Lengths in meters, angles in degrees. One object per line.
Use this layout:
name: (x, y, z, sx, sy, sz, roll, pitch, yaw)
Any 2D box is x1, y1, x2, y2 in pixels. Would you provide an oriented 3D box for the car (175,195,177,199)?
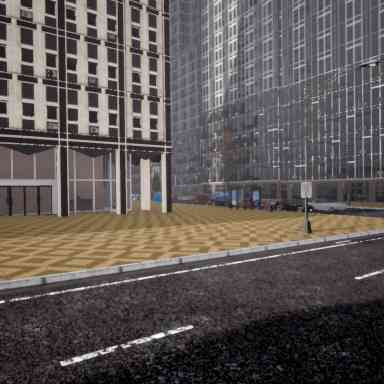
car: (-4.724, 0.936, 72.806, 1.802, 1.307, 4.206, 0, 1, -34)

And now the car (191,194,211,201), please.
car: (1.698, 1.043, 63.426, 1.802, 1.307, 4.206, 0, 1, -34)

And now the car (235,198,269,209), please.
car: (7.531, 1.388, 39.873, 1.802, 1.307, 4.206, 0, 1, -34)

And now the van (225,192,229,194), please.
van: (4.907, 0.855, 58.733, 1.690, 1.788, 3.998, 0, 1, -34)

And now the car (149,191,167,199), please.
car: (-7.935, 0.615, 77.493, 2.192, 1.841, 5.009, 0, 1, -34)

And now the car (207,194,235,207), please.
car: (4.369, 1.319, 44.595, 1.947, 1.339, 4.313, 0, 1, -34)

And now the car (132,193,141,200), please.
car: (-11.639, 1.039, 68.073, 2.008, 1.369, 4.403, 0, 1, -34)

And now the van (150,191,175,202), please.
van: (-5.218, 0.937, 58.691, 1.690, 1.788, 3.998, 0, 1, -34)

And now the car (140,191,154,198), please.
car: (-11.146, 0.686, 82.184, 1.967, 1.590, 4.097, 0, 1, -34)

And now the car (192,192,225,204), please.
car: (2.430, 1.122, 52.115, 1.882, 1.535, 5.008, -1, 1, -34)

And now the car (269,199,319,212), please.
car: (10.728, 1.424, 35.171, 1.947, 1.339, 4.313, 0, 1, -34)

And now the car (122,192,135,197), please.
car: (-17.567, 0.688, 91.565, 2.008, 1.369, 4.403, 0, 1, -34)

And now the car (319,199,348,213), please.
car: (13.917, 1.430, 35.314, 1.895, 1.301, 4.718, -1, 1, -34)
